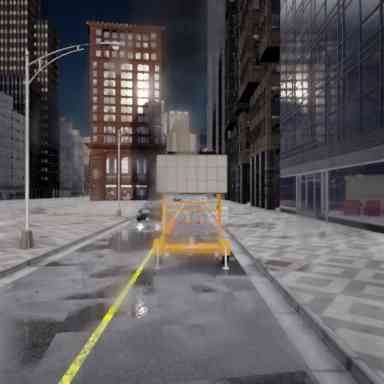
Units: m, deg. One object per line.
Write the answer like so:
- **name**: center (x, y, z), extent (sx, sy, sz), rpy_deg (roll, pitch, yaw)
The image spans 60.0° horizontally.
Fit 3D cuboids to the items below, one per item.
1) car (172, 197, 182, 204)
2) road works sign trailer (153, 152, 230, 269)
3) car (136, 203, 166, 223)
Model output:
- **car**: center (-3.038, 1.652, 66.780), extent (2.033, 1.411, 5.357), rpy_deg (0, 0, 0)
- **road works sign trailer**: center (-0.004, 0.464, 11.091), extent (2.380, 3.560, 2.880), rpy_deg (0, 0, 0)
- **car**: center (-3.113, 1.556, 26.151), extent (2.033, 1.411, 5.357), rpy_deg (0, 0, 0)
